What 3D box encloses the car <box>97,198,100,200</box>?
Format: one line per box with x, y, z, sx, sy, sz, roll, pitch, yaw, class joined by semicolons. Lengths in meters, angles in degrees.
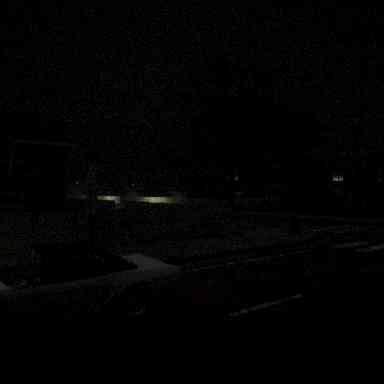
-16.039;1.655;54.243;1.994;1.385;4.181;0;0;-35;car

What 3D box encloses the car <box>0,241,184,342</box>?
-2.579;1.605;5.713;4.718;1.301;1.895;0;0;-35;car
